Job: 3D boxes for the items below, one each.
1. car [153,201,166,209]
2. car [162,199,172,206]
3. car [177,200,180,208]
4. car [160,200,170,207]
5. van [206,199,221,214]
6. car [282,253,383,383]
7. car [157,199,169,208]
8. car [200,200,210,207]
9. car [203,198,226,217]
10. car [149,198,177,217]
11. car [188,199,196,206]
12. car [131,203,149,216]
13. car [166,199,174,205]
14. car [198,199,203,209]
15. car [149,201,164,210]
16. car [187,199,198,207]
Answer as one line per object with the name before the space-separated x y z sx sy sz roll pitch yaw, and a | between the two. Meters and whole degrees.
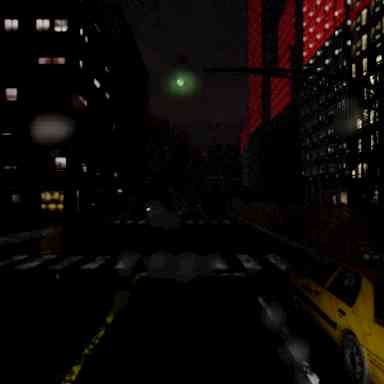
car | -5.704 2.254 59.477 1.887 1.381 4.507 0 -1 0
car | -5.707 2.363 76.057 1.967 1.590 4.097 0 -1 0
car | -3.103 2.058 47.215 1.837 1.490 4.892 0 0 0
car | -5.705 2.434 70.530 1.802 1.307 4.206 0 -1 0
van | 2.678 1.842 42.902 1.690 1.788 3.998 0 -1 0
car | 2.685 1.585 5.134 1.752 1.417 4.829 0 -1 0
car | -5.705 2.221 65.005 1.967 1.590 4.097 0 -1 0
car | 2.675 2.397 70.531 1.887 1.381 4.507 0 -1 0
car | 2.679 1.749 37.377 2.192 1.841 5.009 0 -1 0
car | -3.129 1.647 36.663 2.150 2.045 5.566 0 -1 -1
car | -0.012 2.435 76.945 1.837 1.490 4.892 0 -1 0
car | -5.699 1.985 37.373 2.008 1.369 4.403 0 -1 0
car | -5.708 2.592 86.939 1.752 1.417 4.829 0 -1 0
car | 2.676 2.024 59.481 2.192 1.841 5.009 0 -1 0
car | -5.702 2.190 53.951 2.008 1.369 4.403 0 -1 0
car | 0.075 2.332 66.980 1.812 1.442 4.674 0 -1 0
